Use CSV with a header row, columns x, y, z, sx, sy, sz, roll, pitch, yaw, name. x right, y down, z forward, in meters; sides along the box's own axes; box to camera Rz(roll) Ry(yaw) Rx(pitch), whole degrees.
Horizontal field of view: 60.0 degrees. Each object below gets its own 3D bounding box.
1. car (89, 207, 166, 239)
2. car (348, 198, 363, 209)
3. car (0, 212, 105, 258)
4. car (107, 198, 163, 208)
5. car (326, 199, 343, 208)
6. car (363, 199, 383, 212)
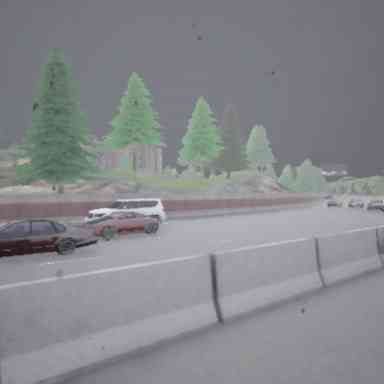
x,y,z,sx,sy,sz,roll,pitch,yaw,name
-3.935,1.775,18.691,4.181,1.385,1.994,0,-1,-39,car
24.728,1.727,49.926,2.128,1.511,4.902,-1,-1,34,car
-6.298,1.723,12.427,5.357,1.411,2.033,0,-1,-36,car
-4.386,1.475,22.775,5.566,2.045,2.150,0,-1,-40,car
23.257,1.834,53.928,2.033,1.411,5.357,-1,-1,33,car
23.346,1.679,41.890,1.837,1.490,4.892,-1,-1,37,car
